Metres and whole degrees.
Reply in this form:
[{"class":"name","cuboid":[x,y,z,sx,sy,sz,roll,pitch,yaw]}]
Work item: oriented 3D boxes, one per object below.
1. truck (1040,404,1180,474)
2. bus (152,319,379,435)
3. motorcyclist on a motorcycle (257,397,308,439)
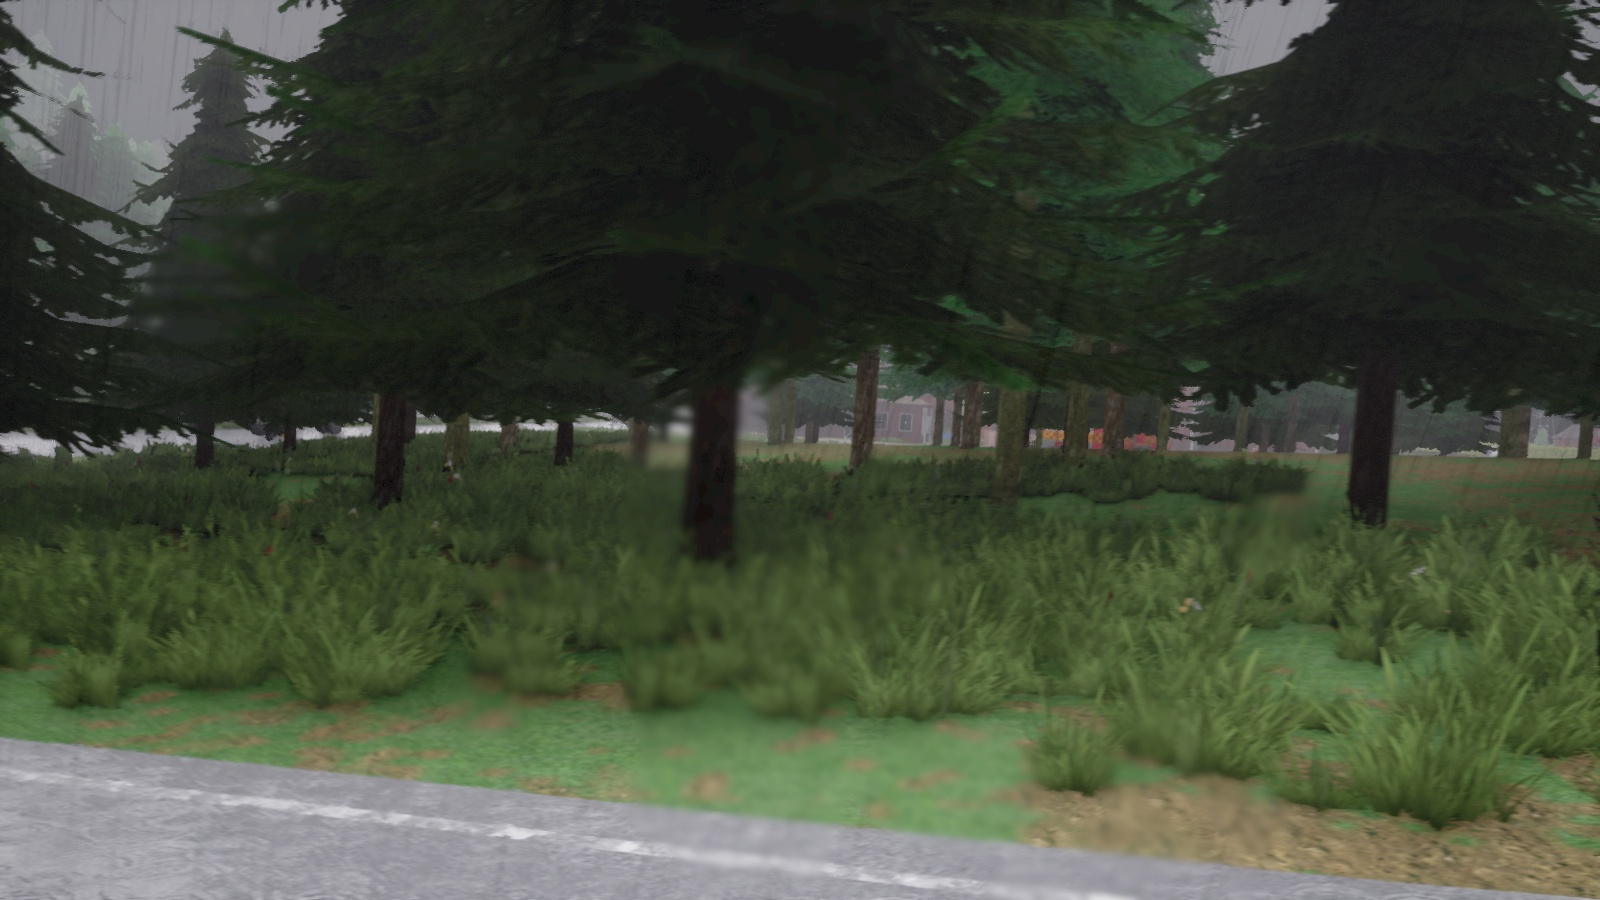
[{"class":"truck","cuboid":[20.338,-0.774,82.787,8.468,3.827,2.891,5,2,9]},{"class":"bus","cuboid":[-22.569,-2.998,54.042,3.944,4.253,10.273,5,2,9]},{"class":"motorcyclist on a motorcycle","cuboid":[-19.997,-1.227,48.555,0.797,1.523,2.044,5,2,9]}]
